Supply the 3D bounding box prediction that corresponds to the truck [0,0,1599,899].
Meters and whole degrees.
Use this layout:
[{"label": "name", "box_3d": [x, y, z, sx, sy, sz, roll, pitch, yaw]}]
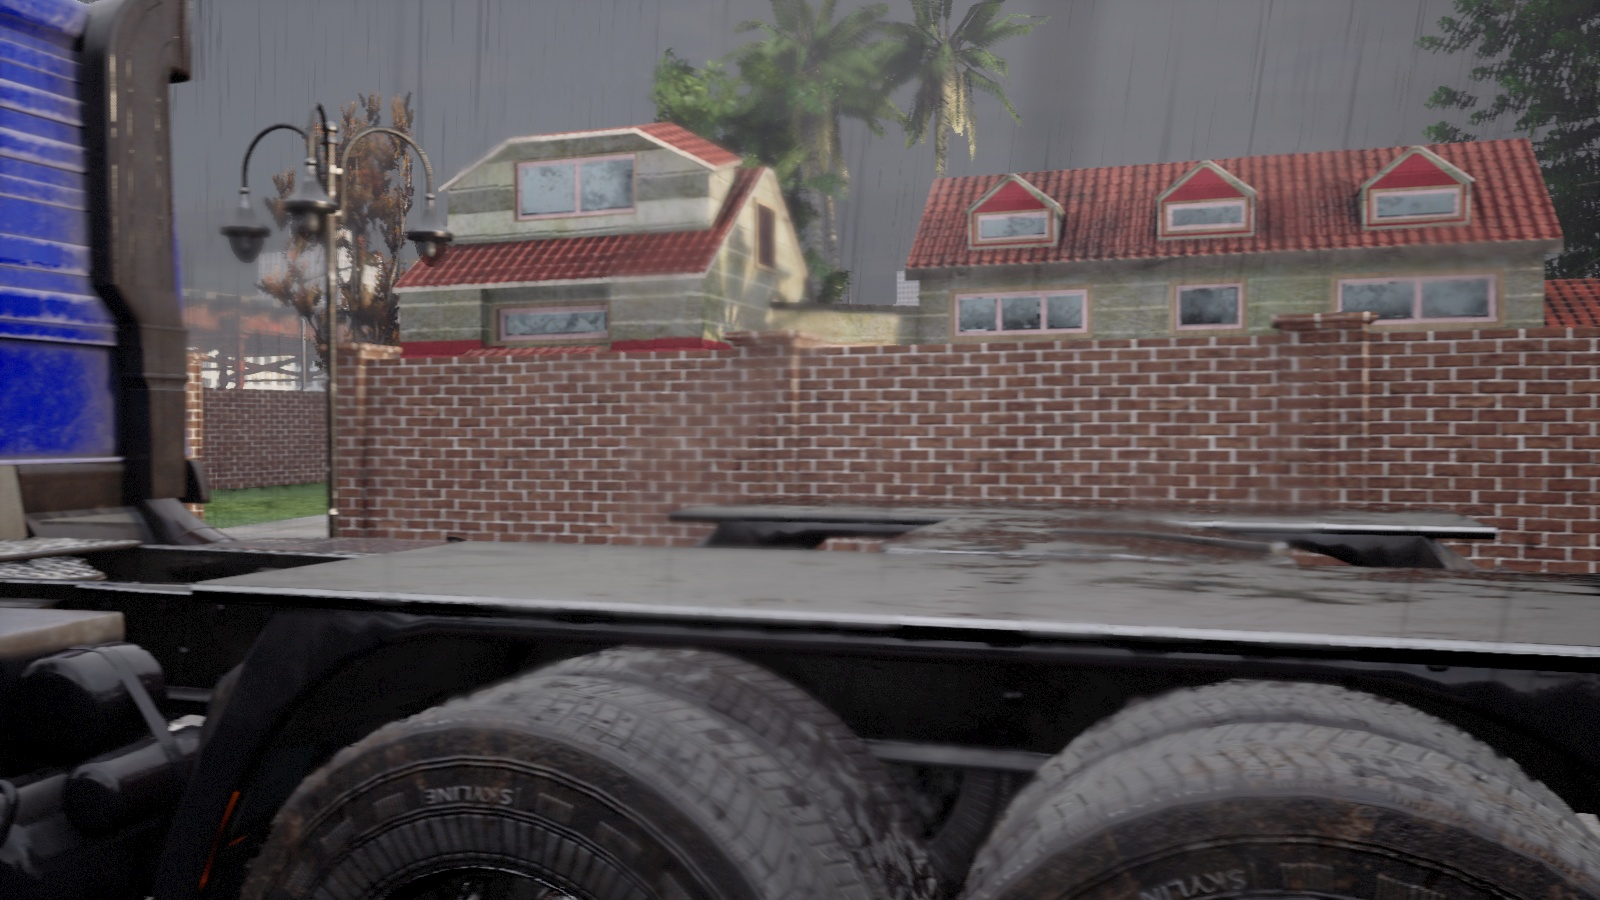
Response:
[{"label": "truck", "box_3d": [-1.623, -0.221, 3.724, 7.936, 3.462, 2.891, 1, 1, 19]}]
